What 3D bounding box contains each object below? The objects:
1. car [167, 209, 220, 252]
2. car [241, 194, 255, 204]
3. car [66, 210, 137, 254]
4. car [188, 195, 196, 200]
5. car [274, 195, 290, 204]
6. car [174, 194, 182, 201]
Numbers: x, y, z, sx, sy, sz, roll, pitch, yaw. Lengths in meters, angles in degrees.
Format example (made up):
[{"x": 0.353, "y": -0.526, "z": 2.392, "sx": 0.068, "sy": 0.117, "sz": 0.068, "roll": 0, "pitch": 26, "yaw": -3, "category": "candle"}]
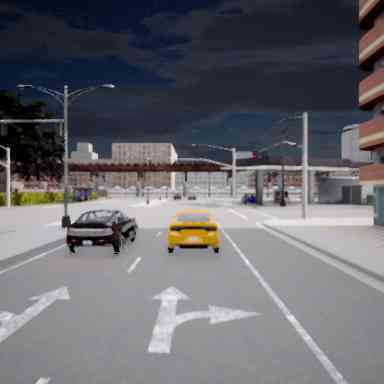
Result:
[{"x": 0.067, "y": 1.446, "z": 13.711, "sx": 1.882, "sy": 1.535, "sz": 5.008, "roll": 0, "pitch": 0, "yaw": 0, "category": "car"}, {"x": 9.712, "y": 1.163, "z": 56.476, "sx": 2.242, "sy": 1.667, "sz": 4.611, "roll": 0, "pitch": 0, "yaw": 0, "category": "car"}, {"x": -3.434, "y": 1.460, "z": 13.390, "sx": 2.128, "sy": 1.511, "sz": 4.902, "roll": 0, "pitch": 0, "yaw": 0, "category": "car"}, {"x": 0.002, "y": 1.351, "z": 81.152, "sx": 1.994, "sy": 1.385, "sz": 4.181, "roll": 0, "pitch": 0, "yaw": 0, "category": "car"}, {"x": 15.457, "y": 1.321, "z": 57.239, "sx": 1.970, "sy": 1.475, "sz": 3.806, "roll": 0, "pitch": 0, "yaw": 0, "category": "car"}, {"x": -3.498, "y": 1.300, "z": 81.152, "sx": 1.837, "sy": 1.490, "sz": 4.892, "roll": 0, "pitch": 0, "yaw": 0, "category": "car"}]
